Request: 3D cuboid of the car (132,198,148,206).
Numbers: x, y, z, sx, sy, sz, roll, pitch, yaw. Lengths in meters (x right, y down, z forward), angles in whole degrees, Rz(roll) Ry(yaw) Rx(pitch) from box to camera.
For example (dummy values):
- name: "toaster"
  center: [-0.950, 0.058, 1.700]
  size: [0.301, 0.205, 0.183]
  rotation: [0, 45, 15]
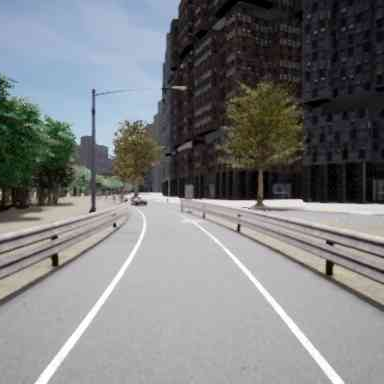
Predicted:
- name: "car"
  center: [-8.487, 1.536, 53.498]
  size: [1.895, 1.301, 4.718]
  rotation: [0, 0, -20]
